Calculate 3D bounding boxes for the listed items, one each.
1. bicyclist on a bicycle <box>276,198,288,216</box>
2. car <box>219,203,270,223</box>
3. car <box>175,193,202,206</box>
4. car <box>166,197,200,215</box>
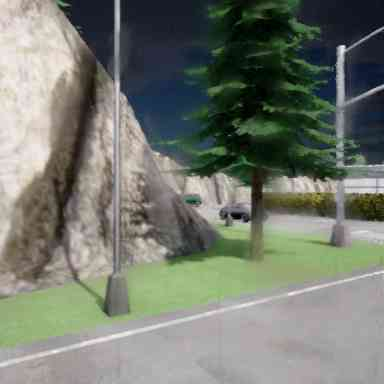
[{"bbox_3d":[8.455,1.414,31.222,1.656,1.620,0.582,0,0,-34],"label":"bicyclist on a bicycle"},{"bbox_3d":[3.907,1.528,25.380,1.994,1.385,4.181,0,0,-33],"label":"car"},{"bbox_3d":[-0.790,1.148,44.498,2.150,2.045,5.566,0,0,34],"label":"car"},{"bbox_3d":[-1.166,1.507,33.823,1.994,1.385,4.181,0,0,-22],"label":"car"}]
